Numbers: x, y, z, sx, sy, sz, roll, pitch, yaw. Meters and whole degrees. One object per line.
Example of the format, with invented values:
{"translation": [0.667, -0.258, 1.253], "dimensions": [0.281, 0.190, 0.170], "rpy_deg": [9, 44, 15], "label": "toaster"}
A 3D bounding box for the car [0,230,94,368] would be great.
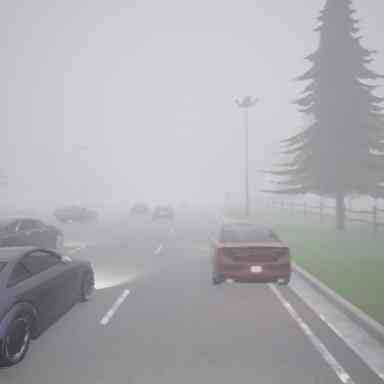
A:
{"translation": [-3.235, 1.657, 5.900], "dimensions": [1.994, 1.385, 4.181], "rpy_deg": [0, -1, 1], "label": "car"}

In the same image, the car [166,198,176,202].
{"translation": [-5.008, 2.602, 88.697], "dimensions": [2.128, 1.511, 4.902], "rpy_deg": [0, -1, 1], "label": "car"}

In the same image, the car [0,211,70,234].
{"translation": [-6.588, 1.698, 12.594], "dimensions": [1.837, 1.490, 4.892], "rpy_deg": [0, -1, 1], "label": "car"}

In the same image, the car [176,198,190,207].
{"translation": [-1.839, 2.351, 69.117], "dimensions": [1.812, 1.442, 4.674], "rpy_deg": [0, -1, 1], "label": "car"}

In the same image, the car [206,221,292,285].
{"translation": [1.478, 1.585, 9.848], "dimensions": [1.882, 1.535, 5.008], "rpy_deg": [0, -1, 1], "label": "car"}

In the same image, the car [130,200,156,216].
{"translation": [-5.998, 1.995, 39.303], "dimensions": [2.128, 1.511, 4.902], "rpy_deg": [0, -1, 1], "label": "car"}

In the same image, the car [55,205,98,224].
{"translation": [-9.729, 2.007, 28.864], "dimensions": [1.895, 1.301, 4.718], "rpy_deg": [0, -1, 1], "label": "car"}

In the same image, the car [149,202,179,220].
{"translation": [-2.652, 1.963, 32.294], "dimensions": [1.994, 1.385, 4.181], "rpy_deg": [0, -1, 1], "label": "car"}

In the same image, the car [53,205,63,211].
{"translation": [-13.079, 2.056, 35.720], "dimensions": [2.033, 1.411, 5.357], "rpy_deg": [0, -1, 1], "label": "car"}
